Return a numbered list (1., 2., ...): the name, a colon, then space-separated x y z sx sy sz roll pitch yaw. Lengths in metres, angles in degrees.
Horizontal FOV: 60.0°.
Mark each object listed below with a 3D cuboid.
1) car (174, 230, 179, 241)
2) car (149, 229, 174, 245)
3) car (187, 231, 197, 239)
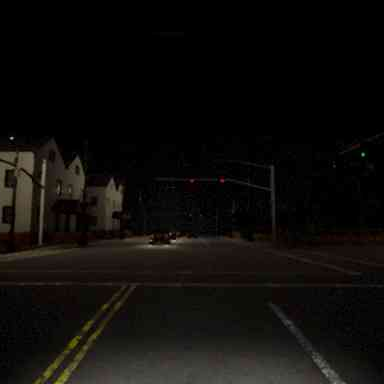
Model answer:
1. car: -3.563 6.795 51.466 1.994 1.385 4.181 0 -7 0
2. car: -3.584 5.027 37.870 2.097 1.767 4.553 0 -7 0
3. car: 0.007 8.006 62.216 2.033 1.411 5.357 0 -7 0
